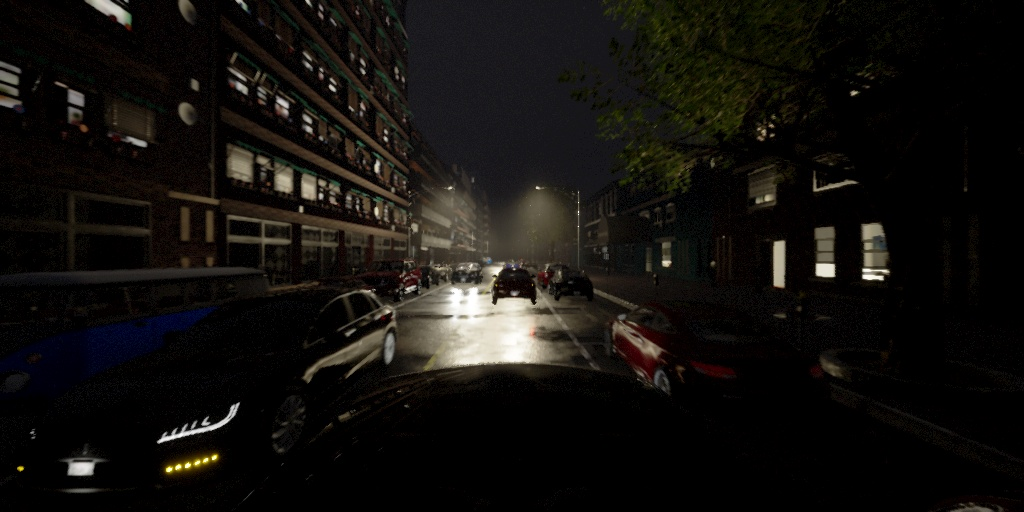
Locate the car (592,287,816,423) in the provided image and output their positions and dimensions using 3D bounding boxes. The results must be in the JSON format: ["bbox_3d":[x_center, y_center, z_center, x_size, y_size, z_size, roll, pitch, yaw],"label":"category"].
[{"bbox_3d":[2.689,1.330,5.649,1.802,1.307,4.207,0,0,0],"label":"car"}]

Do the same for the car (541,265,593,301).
[{"bbox_3d":[2.686,1.297,17.041,2.007,1.370,4.403,0,0,0],"label":"car"}]

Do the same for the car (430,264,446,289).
[{"bbox_3d":[-5.696,1.314,22.738,1.948,1.339,4.313,0,0,0],"label":"car"}]

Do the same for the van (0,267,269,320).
[{"bbox_3d":[-5.692,1.089,5.647,1.690,1.789,3.998,0,0,0],"label":"van"}]

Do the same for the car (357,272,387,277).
[{"bbox_3d":[-5.693,1.329,11.344,1.802,1.307,4.207,0,0,0],"label":"car"}]

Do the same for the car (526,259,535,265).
[{"bbox_3d":[2.677,1.317,51.222,2.007,1.370,4.403,0,0,0],"label":"car"}]

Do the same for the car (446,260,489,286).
[{"bbox_3d":[-3.073,1.242,25.263,2.128,1.511,4.902,0,0,0],"label":"car"}]

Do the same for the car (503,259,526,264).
[{"bbox_3d":[0.088,1.109,38.704,2.097,1.767,4.553,0,0,0],"label":"car"}]

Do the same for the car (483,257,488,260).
[{"bbox_3d":[-5.708,1.346,62.614,1.948,1.339,4.313,0,0,0],"label":"car"}]

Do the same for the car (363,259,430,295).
[{"bbox_3d":[-5.695,1.062,17.041,2.192,1.841,5.009,0,0,0],"label":"car"}]

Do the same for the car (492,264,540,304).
[{"bbox_3d":[0.096,1.272,16.270,1.812,1.442,4.674,0,0,0],"label":"car"}]

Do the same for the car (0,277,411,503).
[{"bbox_3d":[-3.076,1.252,4.992,1.837,1.490,4.892,0,1,0],"label":"car"}]

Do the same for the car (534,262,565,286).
[{"bbox_3d":[2.685,1.188,22.738,1.967,1.591,4.097,0,0,0],"label":"car"}]
